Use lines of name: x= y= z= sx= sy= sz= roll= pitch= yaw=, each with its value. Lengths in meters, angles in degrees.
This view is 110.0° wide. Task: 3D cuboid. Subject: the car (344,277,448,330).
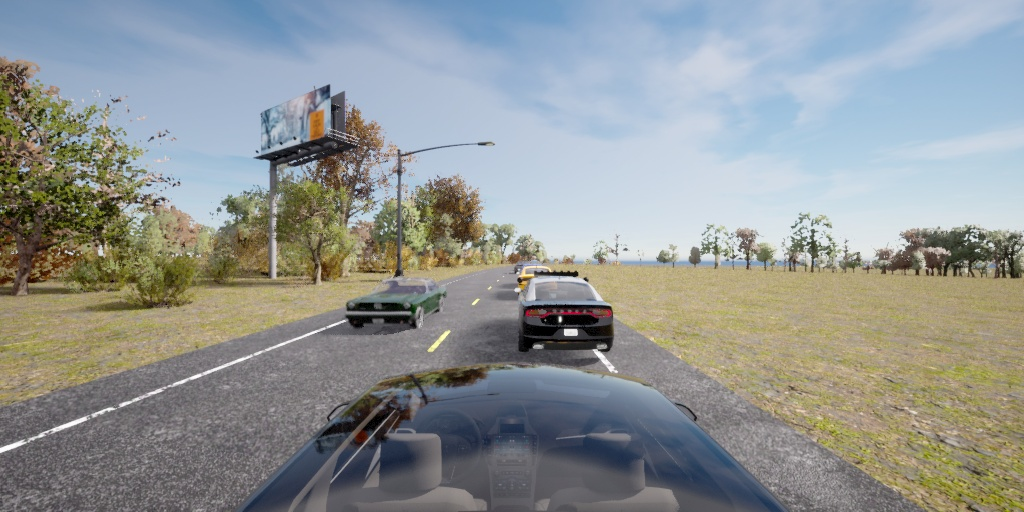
car: x=-3.402 y=1.365 z=11.387 sx=1.895 sy=1.301 sz=4.718 roll=0 pitch=0 yaw=1

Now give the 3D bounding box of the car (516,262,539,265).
car: x=1.259 y=1.267 z=18.924 sx=1.882 sy=1.535 sz=5.008 roll=0 pitch=0 yaw=1

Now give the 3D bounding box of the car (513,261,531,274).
car: x=1.325 y=1.466 z=45.966 sx=2.128 sy=1.511 sz=4.902 roll=0 pitch=0 yaw=4

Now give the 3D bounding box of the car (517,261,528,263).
car: x=1.420 y=1.295 z=24.902 sx=1.882 sy=1.535 sz=5.008 roll=0 pitch=0 yaw=2

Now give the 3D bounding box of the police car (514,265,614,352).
police car: x=1.092 y=1.184 z=9.068 sx=1.930 sy=1.638 sz=5.238 roll=0 pitch=0 yaw=1
